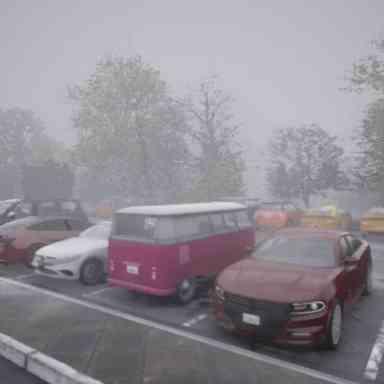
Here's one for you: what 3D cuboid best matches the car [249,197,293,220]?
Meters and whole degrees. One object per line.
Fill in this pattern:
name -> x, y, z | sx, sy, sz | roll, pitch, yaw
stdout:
car -> 5.497, 1.385, 20.371 | 2.185, 1.767, 4.553 | 0, 0, 36

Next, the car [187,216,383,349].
car -> 2.271, 1.490, 6.645 | 2.097, 1.535, 5.008 | 0, 0, 36

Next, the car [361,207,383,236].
car -> 10.021, 1.489, 17.171 | 2.097, 1.535, 5.008 | 0, 0, 36

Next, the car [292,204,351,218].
car -> 7.665, 1.500, 18.854 | 2.097, 1.535, 5.008 | 0, 0, 36

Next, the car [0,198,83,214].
car -> -6.784, 1.283, 13.074 | 2.435, 2.045, 5.566 | 0, 0, 36

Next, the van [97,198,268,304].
van -> 0.076, 1.276, 8.350 | 1.878, 1.987, 4.442 | 0, 0, 36

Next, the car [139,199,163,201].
car -> -1.352, 1.542, 25.075 | 1.946, 1.575, 5.366 | 0, 0, 36

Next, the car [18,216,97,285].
car -> -2.248, 1.552, 9.871 | 2.002, 1.452, 4.674 | 0, 0, 36

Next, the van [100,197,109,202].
van -> -5.783, 1.364, 28.613 | 1.878, 1.987, 4.442 | -1, 0, 36

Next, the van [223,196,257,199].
van -> 3.329, 1.296, 22.102 | 1.878, 1.987, 4.442 | 0, 0, 36

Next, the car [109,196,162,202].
car -> -3.482, 1.311, 26.859 | 2.435, 2.045, 5.566 | -1, 0, 36

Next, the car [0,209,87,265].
car -> -4.491, 1.553, 11.506 | 2.163, 1.488, 4.792 | 0, 0, 36
